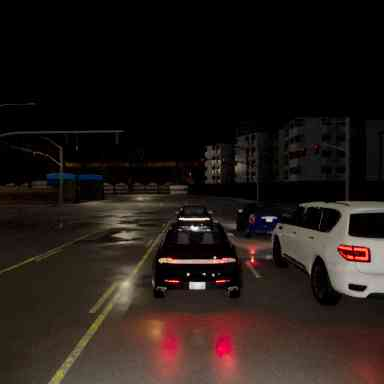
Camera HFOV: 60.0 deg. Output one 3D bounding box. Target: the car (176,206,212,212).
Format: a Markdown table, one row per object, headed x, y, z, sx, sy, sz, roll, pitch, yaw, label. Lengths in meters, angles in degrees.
| x | y | z | sx | sy | sz | roll | pitch | yaw | label |
| --- | --- | --- | --- | --- | --- | --- | --- | --- | --- |
| 0.113 | 1.473 | 17.928 | 2.128 | 1.511 | 4.902 | 0 | 0 | 0 | car |

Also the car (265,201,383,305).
| x | y | z | sx | sy | sz | roll | pitch | yaw | label |
| --- | --- | --- | --- | --- | --- | --- | --- | --- | --- |
| 3.595 | 1.220 | 8.227 | 2.150 | 2.045 | 5.566 | 0 | 0 | 0 | car |

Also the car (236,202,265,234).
| x | y | z | sx | sy | sz | roll | pitch | yaw | label |
| --- | --- | --- | --- | --- | --- | --- | --- | --- | --- |
| 3.611 | 1.328 | 17.651 | 2.097 | 1.767 | 4.553 | 0 | 0 | 0 | car |

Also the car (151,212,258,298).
| x | y | z | sx | sy | sz | roll | pitch | yaw | label |
| --- | --- | --- | --- | --- | --- | --- | --- | --- | --- |
| 0.103 | 1.499 | 8.515 | 2.128 | 1.511 | 4.902 | 0 | 0 | 0 | car |
